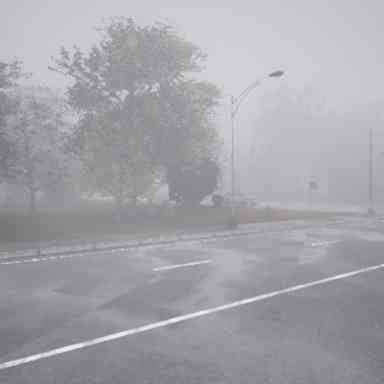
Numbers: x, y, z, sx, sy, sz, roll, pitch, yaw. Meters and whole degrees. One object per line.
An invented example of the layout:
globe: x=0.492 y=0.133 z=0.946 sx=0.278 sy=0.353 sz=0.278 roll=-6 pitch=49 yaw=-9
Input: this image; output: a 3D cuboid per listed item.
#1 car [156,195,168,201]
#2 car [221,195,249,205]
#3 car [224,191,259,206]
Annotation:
car: x=-6.686 y=1.322 z=65.543 sx=1.895 sy=1.301 sz=4.718 roll=-1 pitch=0 yaw=-37
car: x=6.853 y=1.215 z=53.406 sx=1.812 sy=1.442 sz=4.674 roll=-1 pitch=0 yaw=-37
car: x=6.911 y=0.942 z=47.527 sx=2.150 sy=2.045 sz=5.566 roll=-1 pitch=1 yaw=-37
